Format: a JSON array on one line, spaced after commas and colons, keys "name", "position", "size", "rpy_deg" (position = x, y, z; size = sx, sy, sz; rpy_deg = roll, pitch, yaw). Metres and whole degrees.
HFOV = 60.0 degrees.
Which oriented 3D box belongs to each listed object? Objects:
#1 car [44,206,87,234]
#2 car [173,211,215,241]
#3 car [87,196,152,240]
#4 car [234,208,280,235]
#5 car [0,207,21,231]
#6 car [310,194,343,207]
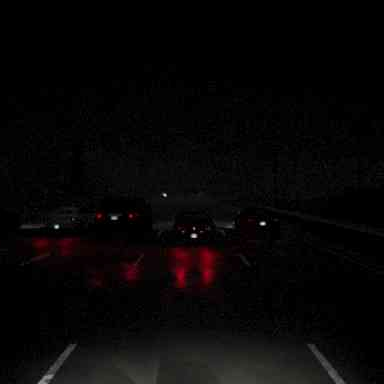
[{"name": "car", "position": [-6.906, 1.538, 19.285], "size": [1.812, 1.442, 4.674], "rpy_deg": [0, 0, 0]}, {"name": "car", "position": [0.094, 1.612, 16.694], "size": [1.895, 1.301, 4.718], "rpy_deg": [0, 0, 0]}, {"name": "car", "position": [-3.405, 1.232, 17.264], "size": [2.150, 2.045, 5.566], "rpy_deg": [0, 0, 0]}, {"name": "car", "position": [3.594, 1.577, 18.886], "size": [1.994, 1.385, 4.181], "rpy_deg": [0, 0, 0]}, {"name": "car", "position": [-11.096, 1.516, 18.306], "size": [1.837, 1.490, 4.892], "rpy_deg": [0, 0, -7]}, {"name": "car", "position": [20.524, 1.258, 49.307], "size": [5.566, 2.045, 2.150], "rpy_deg": [0, 0, 28]}]
